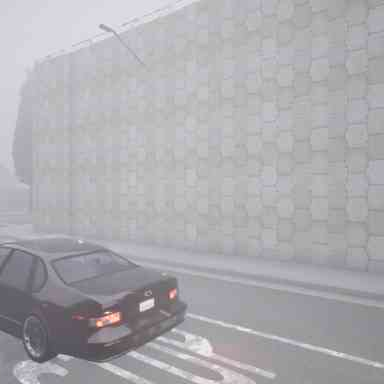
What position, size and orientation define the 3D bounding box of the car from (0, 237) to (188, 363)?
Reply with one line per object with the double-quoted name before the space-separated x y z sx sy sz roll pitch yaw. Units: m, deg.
"car" -2.648 1.547 5.865 5.357 1.411 2.033 0 0 35
